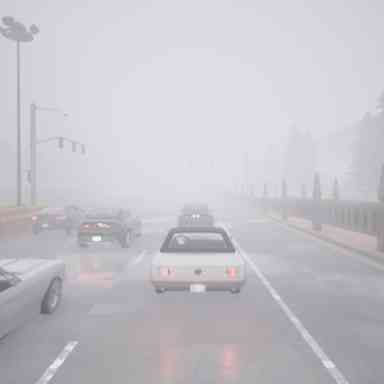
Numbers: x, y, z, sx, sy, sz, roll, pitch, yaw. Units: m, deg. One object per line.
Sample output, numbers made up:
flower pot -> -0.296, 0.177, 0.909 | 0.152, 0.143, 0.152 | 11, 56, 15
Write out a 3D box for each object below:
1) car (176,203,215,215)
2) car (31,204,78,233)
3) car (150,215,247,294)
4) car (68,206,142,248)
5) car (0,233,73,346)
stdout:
car -> 0.195, 1.339, 17.823 | 1.837, 1.490, 4.892 | 0, 1, 0
car -> -6.835, 1.361, 17.729 | 1.812, 1.442, 4.674 | 0, 0, -1
car -> 0.135, 1.527, 8.563 | 1.895, 1.301, 4.718 | 0, 1, 0
car -> -3.331, 1.376, 14.102 | 1.837, 1.490, 4.892 | 0, 1, 0
car -> -3.384, 1.567, 4.466 | 1.895, 1.301, 4.718 | 0, 1, 0
